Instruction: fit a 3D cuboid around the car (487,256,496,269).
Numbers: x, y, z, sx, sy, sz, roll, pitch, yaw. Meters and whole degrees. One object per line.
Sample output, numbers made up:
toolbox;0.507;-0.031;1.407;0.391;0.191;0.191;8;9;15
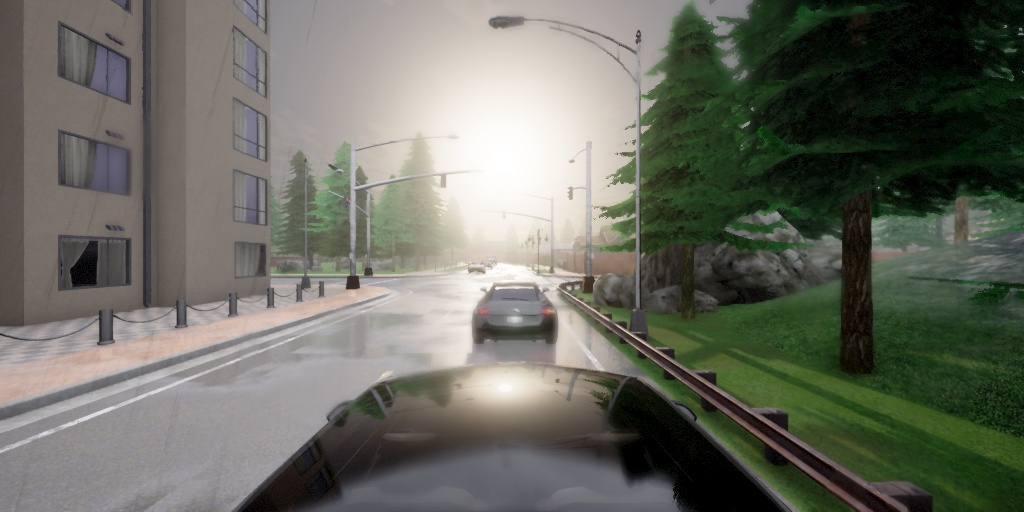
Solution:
car;-3.990;1.212;55.160;2.128;1.511;4.902;0;0;0

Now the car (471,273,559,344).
car;0.081;1.314;9.577;1.994;1.385;4.181;0;0;1

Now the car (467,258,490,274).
car;-3.875;1.268;40.211;2.033;1.411;5.357;0;0;-1
